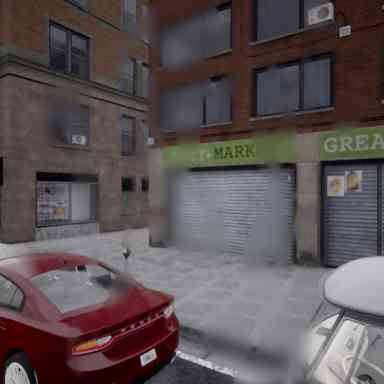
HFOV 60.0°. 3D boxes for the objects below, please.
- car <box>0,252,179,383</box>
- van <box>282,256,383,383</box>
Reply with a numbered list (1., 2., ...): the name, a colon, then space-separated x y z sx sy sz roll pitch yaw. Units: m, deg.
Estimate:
1. car: -2.259 1.544 4.682 4.507 1.381 1.887 0 0 35
2. van: 2.353 1.341 1.400 3.998 1.788 1.690 0 0 35
